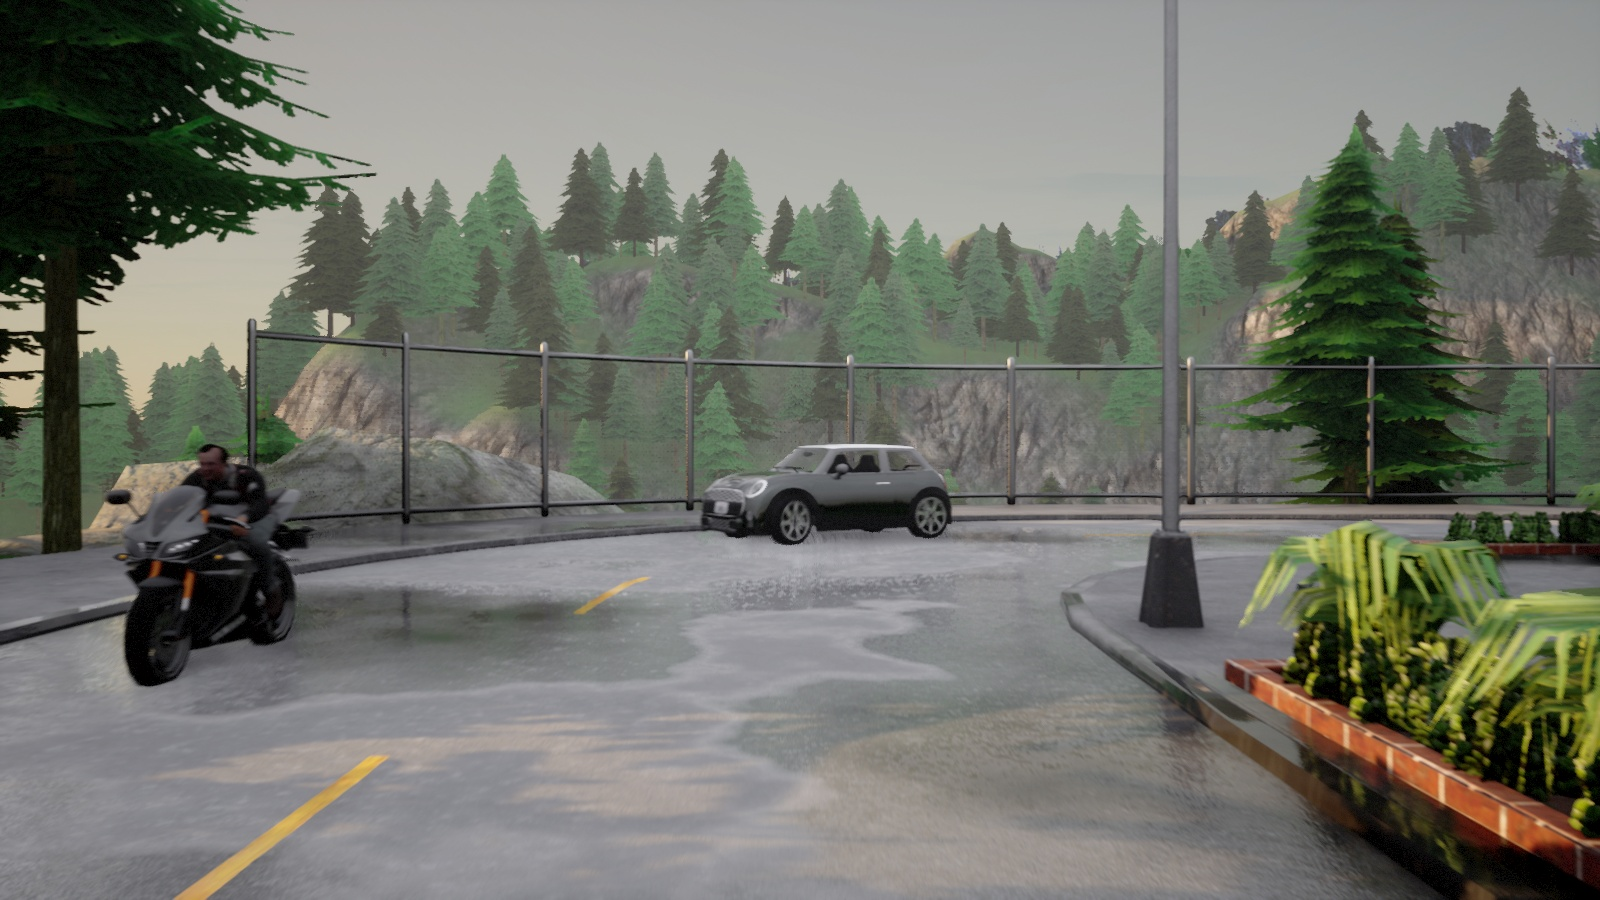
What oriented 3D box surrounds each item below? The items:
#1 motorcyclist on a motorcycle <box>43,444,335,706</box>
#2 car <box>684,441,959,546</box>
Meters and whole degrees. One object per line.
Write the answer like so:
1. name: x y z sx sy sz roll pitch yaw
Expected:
1. motorcyclist on a motorcycle: -3.994 0.730 8.466 0.866 1.530 2.191 0 0 1
2. car: 0.349 0.604 19.505 3.806 1.475 1.970 0 0 -31
